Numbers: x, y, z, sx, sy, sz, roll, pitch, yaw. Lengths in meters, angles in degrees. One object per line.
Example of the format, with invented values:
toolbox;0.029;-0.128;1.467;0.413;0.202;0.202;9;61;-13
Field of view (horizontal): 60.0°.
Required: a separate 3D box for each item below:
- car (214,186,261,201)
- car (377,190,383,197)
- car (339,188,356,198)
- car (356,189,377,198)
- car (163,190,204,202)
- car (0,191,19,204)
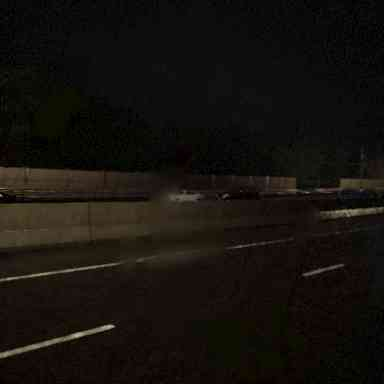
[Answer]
car;4.869;0.345;34.805;5.566;2.045;2.150;0;2;-39
car;31.897;0.454;52.520;5.357;1.411;2.033;-1;3;-39
car;27.407;0.110;57.880;5.008;1.535;1.882;-1;3;-39
car;29.649;0.271;55.203;4.892;1.490;1.837;-1;3;-39
car;-0.788;0.536;34.780;4.674;1.442;1.812;0;2;-39
car;-13.271;0.565;20.194;4.892;1.490;1.837;1;2;-39
